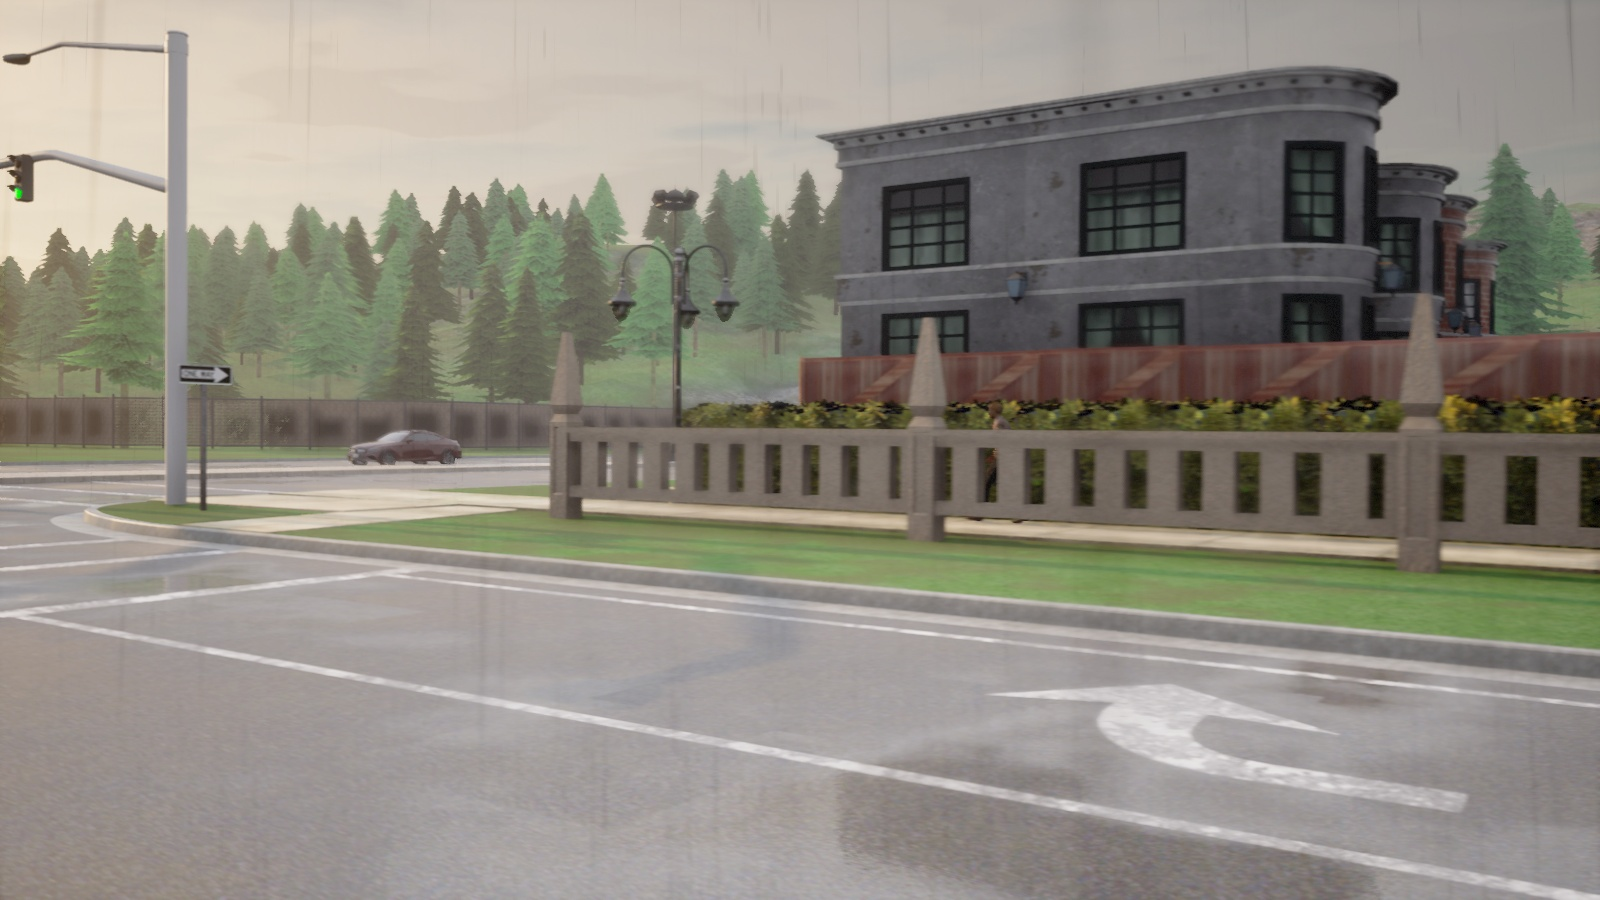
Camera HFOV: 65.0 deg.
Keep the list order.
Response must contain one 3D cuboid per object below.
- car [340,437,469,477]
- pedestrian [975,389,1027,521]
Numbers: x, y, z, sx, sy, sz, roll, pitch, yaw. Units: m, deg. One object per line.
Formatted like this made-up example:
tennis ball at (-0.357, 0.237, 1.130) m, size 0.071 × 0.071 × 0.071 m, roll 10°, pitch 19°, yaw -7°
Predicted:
car at (-15.331, 0.229, 48.882) m, size 1.812 × 1.442 × 4.674 m, roll 0°, pitch 1°, yaw 34°
pedestrian at (2.870, 0.069, 17.943) m, size 0.634 × 1.846 × 0.331 m, roll 0°, pitch 1°, yaw 37°
